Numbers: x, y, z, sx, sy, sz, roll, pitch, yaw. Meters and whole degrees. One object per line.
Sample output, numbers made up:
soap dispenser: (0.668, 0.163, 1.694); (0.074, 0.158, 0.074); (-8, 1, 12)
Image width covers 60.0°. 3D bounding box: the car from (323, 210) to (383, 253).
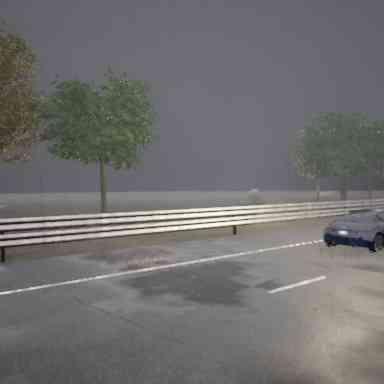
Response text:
car: (7.045, 1.404, 13.091); (4.181, 1.385, 1.994); (-1, 0, -36)
